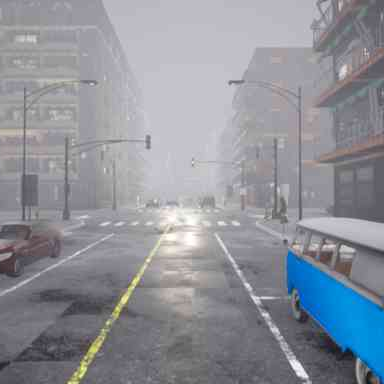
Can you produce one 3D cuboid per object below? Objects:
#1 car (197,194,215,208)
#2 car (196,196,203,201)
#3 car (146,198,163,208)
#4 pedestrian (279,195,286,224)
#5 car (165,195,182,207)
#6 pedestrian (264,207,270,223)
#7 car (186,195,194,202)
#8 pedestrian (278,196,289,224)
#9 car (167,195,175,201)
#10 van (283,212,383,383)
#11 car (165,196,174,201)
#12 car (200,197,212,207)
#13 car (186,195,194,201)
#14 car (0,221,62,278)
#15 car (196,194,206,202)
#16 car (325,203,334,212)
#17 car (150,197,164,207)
[{"bbox_3d":[2.303,1.343,48.309,2.192,1.841,5.009,1,0,0],"label":"car"},{"bbox_3d":[2.034,1.757,92.791,1.802,1.307,4.206,1,0,0],"label":"car"},{"bbox_3d":[-5.581,1.594,48.217,1.947,1.339,4.313,1,0,0],"label":"car"},{"bbox_3d":[5.979,1.149,21.956,0.375,1.860,0.375,1,-1,0],"label":"pedestrian"},{"bbox_3d":[-3.142,1.595,53.251,1.994,1.385,4.181,0,0,0],"label":"car"},{"bbox_3d":[5.078,1.527,22.543,0.500,1.100,0.500,1,-1,0],"label":"pedestrian"},{"bbox_3d":[-0.457,1.642,78.294,1.994,1.385,4.181,0,0,0],"label":"car"},{"bbox_3d":[5.874,1.153,21.288,0.375,1.860,0.375,1,-1,0],"label":"pedestrian"},{"bbox_3d":[-5.844,1.700,92.541,1.752,1.417,4.829,1,0,0],"label":"car"},{"bbox_3d":[2.527,1.342,4.598,1.690,1.788,3.998,1,0,0],"label":"van"},{"bbox_3d":[-5.813,1.694,87.149,2.008,1.369,4.403,1,0,0],"label":"car"},{"bbox_3d":[2.266,1.559,54.038,1.752,1.417,4.829,1,0,0],"label":"car"},{"bbox_3d":[-0.516,1.520,88.303,2.033,1.411,5.357,0,0,0],"label":"car"},{"bbox_3d":[-5.358,1.586,10.138,1.802,1.307,4.206,1,0,0],"label":"car"},{"bbox_3d":[2.103,1.428,81.667,2.192,1.841,5.009,1,0,0],"label":"car"},{"bbox_3d":[13.581,1.447,28.094,4.403,1.369,2.008,0,-1,0],"label":"car"},{"bbox_3d":[-5.614,1.599,53.778,1.947,1.339,4.313,1,0,0],"label":"car"}]
